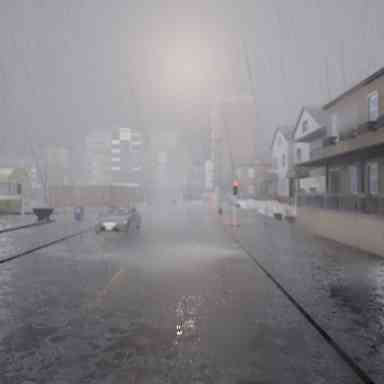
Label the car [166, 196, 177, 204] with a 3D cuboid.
[{"bbox_3d":[-4.030,1.595,65.398,1.812,1.442,4.674,0,-1,1],"label":"car"}]

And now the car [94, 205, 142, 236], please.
[{"bbox_3d":[-4.047,1.514,18.804,2.128,1.511,4.902,0,0,1],"label":"car"}]
